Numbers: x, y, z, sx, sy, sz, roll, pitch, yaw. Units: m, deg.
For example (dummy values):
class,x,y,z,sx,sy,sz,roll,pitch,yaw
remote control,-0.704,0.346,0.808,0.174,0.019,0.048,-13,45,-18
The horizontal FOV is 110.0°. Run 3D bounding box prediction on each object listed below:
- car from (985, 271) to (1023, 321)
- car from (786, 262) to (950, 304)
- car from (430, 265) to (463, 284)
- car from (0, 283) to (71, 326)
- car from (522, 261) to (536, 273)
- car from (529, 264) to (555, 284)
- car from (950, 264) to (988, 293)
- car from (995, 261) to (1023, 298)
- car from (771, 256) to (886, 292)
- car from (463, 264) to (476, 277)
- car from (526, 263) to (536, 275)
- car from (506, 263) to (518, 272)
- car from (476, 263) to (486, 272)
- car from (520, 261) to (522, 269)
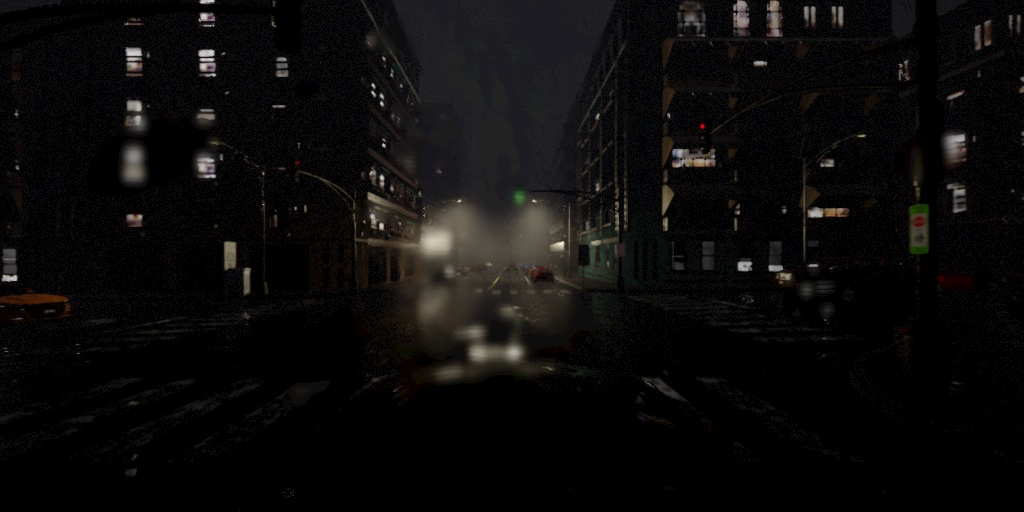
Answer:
class,x,y,z,sx,sy,sz,roll,pitch,yaw
car,15.794,1.175,9.313,4.313,1.339,1.948,0,0,0
car,14.799,1.142,15.100,4.892,1.490,1.837,-1,0,0
car,-5.691,1.614,30.543,1.948,1.339,4.313,0,0,0
car,-17.622,1.577,11.658,5.008,1.535,1.882,-1,0,-2
car,2.691,1.770,47.099,1.888,1.381,4.507,0,0,0
car,2.690,1.630,30.530,1.802,1.307,4.207,0,0,0
car,21.343,1.095,17.734,4.507,1.381,1.888,0,0,0
car,24.198,0.980,15.167,5.008,1.535,1.882,-1,0,0
car,15.773,0.945,17.693,5.009,1.841,2.192,0,0,0
car,-5.690,1.732,41.589,1.948,1.339,4.313,0,0,0
car,2.691,1.673,36.053,1.948,1.339,4.313,0,0,0
car,0.001,1.891,59.992,1.812,1.442,4.674,0,-1,0
car,-5.690,1.890,58.159,1.888,1.381,4.507,0,0,0
car,2.692,1.911,58.146,1.948,1.339,4.313,0,0,0
